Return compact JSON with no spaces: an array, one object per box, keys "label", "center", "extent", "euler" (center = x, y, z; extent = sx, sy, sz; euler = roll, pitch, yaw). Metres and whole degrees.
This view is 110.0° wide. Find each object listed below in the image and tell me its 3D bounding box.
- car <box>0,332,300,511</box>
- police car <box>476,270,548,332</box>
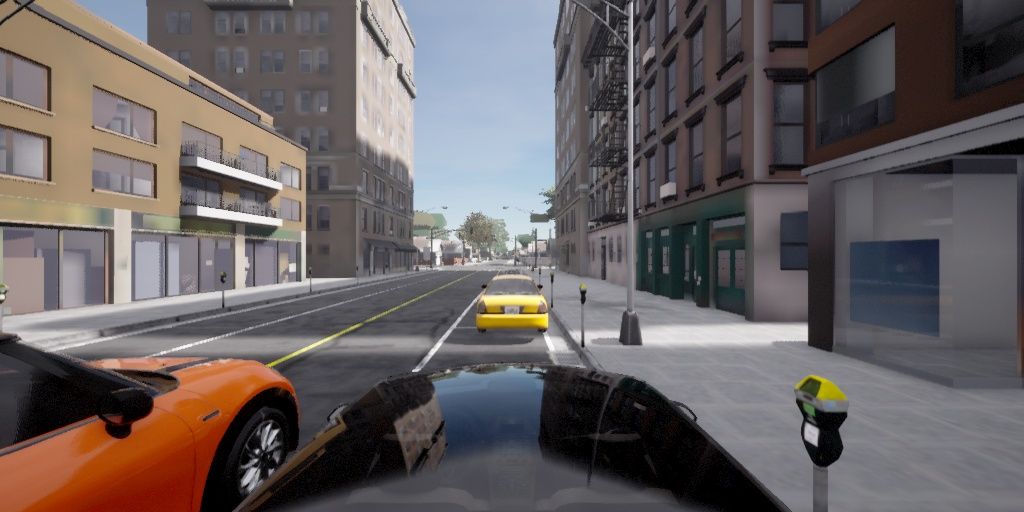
[{"label":"car","center":[-3.020,1.269,1.499],"extent":[1.812,1.442,4.674],"euler":[0,0,0]},{"label":"police car","center":[-0.012,1.165,10.610],"extent":[1.930,1.638,5.238],"euler":[0,0,0]}]
